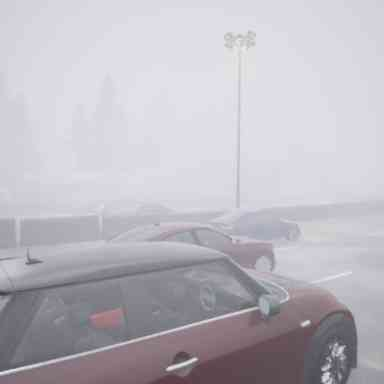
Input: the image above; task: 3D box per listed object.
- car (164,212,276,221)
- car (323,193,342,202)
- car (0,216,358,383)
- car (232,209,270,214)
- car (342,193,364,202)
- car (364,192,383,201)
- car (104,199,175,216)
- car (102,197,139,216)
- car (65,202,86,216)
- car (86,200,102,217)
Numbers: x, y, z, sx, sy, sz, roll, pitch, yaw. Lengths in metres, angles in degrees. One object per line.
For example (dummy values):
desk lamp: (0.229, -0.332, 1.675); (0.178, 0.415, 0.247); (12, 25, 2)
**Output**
car: (-0.109, 1.459, 7.968); (5.008, 1.535, 1.882); (0, 0, -35)
car: (23.715, 0.900, 55.231); (4.181, 1.385, 1.994); (-2, 1, -35)
car: (-0.207, 1.345, 3.599); (4.553, 1.767, 2.097); (0, 0, -35)
car: (2.631, 1.470, 14.238); (4.674, 1.442, 1.812); (0, 0, -36)
car: (26.425, 0.881, 52.868); (4.181, 1.385, 1.994); (-2, 1, -35)
car: (28.423, 0.823, 49.999); (4.892, 1.490, 1.837); (-2, 1, -35)
car: (-3.368, 1.470, 23.084); (4.674, 1.442, 1.812); (0, 0, -35)
car: (-4.319, 1.439, 26.704); (4.892, 1.490, 1.837); (-1, 0, -35)
car: (-9.239, 1.491, 31.794); (5.357, 1.411, 2.033); (0, 0, -35)
car: (-6.510, 1.288, 29.440); (4.553, 1.767, 2.097); (-1, 0, -35)
